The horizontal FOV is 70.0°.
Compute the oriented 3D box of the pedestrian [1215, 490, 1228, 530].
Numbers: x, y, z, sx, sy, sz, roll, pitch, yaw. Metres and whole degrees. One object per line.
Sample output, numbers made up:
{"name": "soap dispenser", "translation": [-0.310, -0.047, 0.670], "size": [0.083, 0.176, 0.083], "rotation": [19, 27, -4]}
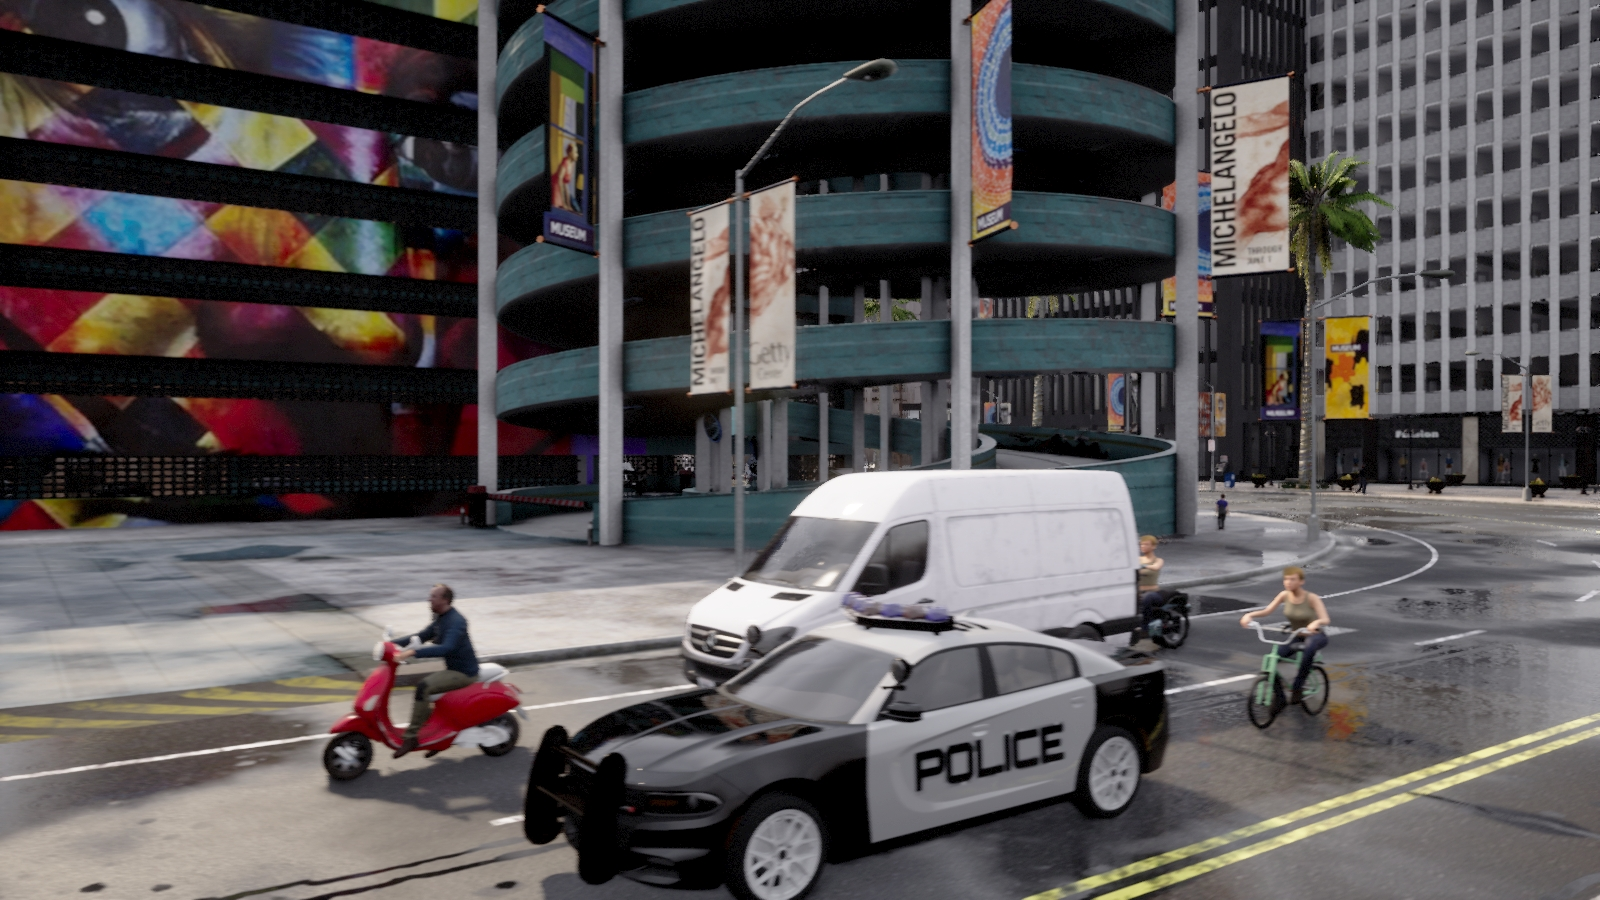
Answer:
{"name": "pedestrian", "translation": [13.867, 1.976, 37.588], "size": [0.375, 1.300, 0.375], "rotation": [0, 0, 21]}

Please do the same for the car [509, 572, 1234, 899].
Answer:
{"name": "car", "translation": [0.744, 1.982, 8.504], "size": [5.238, 1.638, 2.097], "rotation": [0, 0, -36]}

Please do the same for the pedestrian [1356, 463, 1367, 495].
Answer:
{"name": "pedestrian", "translation": [33.040, 1.698, 67.232], "size": [0.375, 1.860, 0.375], "rotation": [0, 0, -19]}

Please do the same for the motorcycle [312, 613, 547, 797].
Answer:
{"name": "motorcycle", "translation": [-3.249, 2.182, 10.080], "size": [1.805, 1.236, 0.856], "rotation": [0, 0, -35]}

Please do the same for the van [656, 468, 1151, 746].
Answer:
{"name": "van", "translation": [1.411, 1.534, 13.395], "size": [5.915, 2.561, 1.988], "rotation": [0, 0, -36]}
